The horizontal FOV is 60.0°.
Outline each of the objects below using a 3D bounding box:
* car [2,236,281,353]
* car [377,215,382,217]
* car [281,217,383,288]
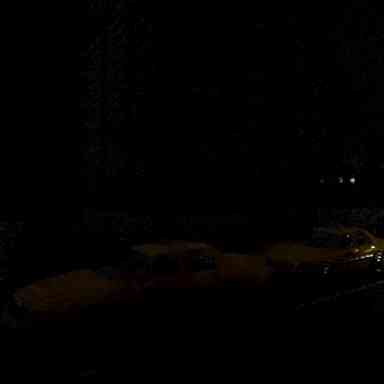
[{"bbox_3d":[-0.707,1.548,6.145,4.829,1.417,1.752,1,0,-35],"label":"car"},{"bbox_3d":[8.620,1.428,12.791,5.009,1.841,2.192,1,-1,-35],"label":"car"},{"bbox_3d":[3.887,1.592,9.418,4.829,1.417,1.752,1,-1,-35],"label":"car"}]
